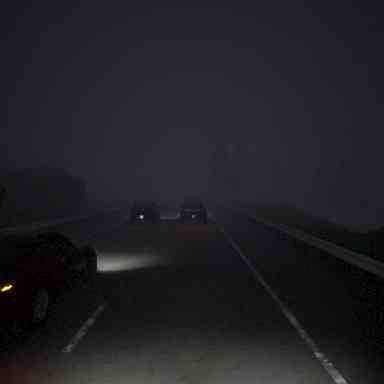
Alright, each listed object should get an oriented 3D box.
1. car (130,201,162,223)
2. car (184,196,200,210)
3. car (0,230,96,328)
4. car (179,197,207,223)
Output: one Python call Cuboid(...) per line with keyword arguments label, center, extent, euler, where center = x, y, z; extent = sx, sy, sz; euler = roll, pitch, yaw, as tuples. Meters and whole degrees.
Cuboid(label="car", center=(-3.391, 1.421, 24.842), extent=(1.837, 1.490, 4.892), euler=(0, 0, 0))
Cuboid(label="car", center=(-0.011, 1.337, 41.519), extent=(1.882, 1.535, 5.008), euler=(0, 0, -1))
Cuboid(label="car", center=(-3.397, 1.502, 6.795), extent=(1.812, 1.442, 4.674), euler=(0, 0, 0))
Cuboid(label="car", center=(0.109, 1.409, 24.416), extent=(2.128, 1.511, 4.902), euler=(0, 0, 0))
